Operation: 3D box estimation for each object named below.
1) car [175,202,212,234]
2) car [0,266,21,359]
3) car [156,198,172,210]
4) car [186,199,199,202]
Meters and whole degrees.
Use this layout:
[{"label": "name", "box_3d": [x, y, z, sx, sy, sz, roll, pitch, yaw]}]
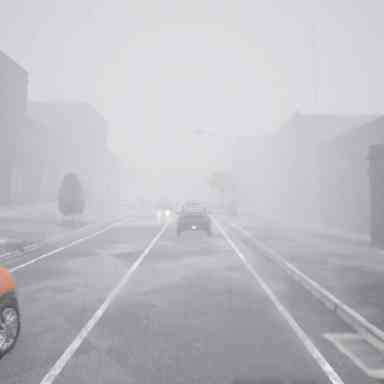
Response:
[{"label": "car", "box_3d": [0.099, 1.534, 19.285, 1.837, 1.490, 4.892, 0, 0, 0]}, {"label": "car", "box_3d": [-3.540, 1.355, 2.930, 2.097, 1.767, 4.553, 0, 0, 0]}, {"label": "car", "box_3d": [-3.614, 1.515, 43.901, 2.128, 1.511, 4.902, 0, 0, 0]}, {"label": "car", "box_3d": [0.080, 1.553, 37.356, 1.837, 1.490, 4.892, 0, 0, 0]}]
